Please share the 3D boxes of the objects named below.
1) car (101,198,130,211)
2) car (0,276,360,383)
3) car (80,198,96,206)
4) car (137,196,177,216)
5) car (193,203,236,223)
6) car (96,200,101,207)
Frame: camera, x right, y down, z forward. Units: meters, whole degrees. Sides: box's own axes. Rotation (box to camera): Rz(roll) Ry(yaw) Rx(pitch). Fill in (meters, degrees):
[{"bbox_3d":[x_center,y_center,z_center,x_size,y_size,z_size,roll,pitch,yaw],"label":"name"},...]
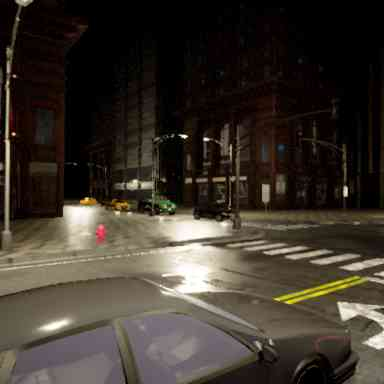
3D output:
[{"bbox_3d":[-9.856,1.702,43.714,1.882,1.535,5.008,1,-1,-35],"label":"car"},{"bbox_3d":[-0.737,1.550,2.916,5.357,1.411,2.033,0,0,-35],"label":"car"},{"bbox_3d":[-19.525,1.833,62.630,1.882,1.535,5.008,1,-1,-35],"label":"car"},{"bbox_3d":[-3.791,1.399,35.195,2.150,2.045,5.566,1,-1,-36],"label":"car"},{"bbox_3d":[1.869,1.659,27.243,1.812,1.442,4.674,1,-1,-35],"label":"car"},{"bbox_3d":[-13.395,1.786,54.182,1.882,1.535,5.008,1,-1,-35],"label":"car"}]
